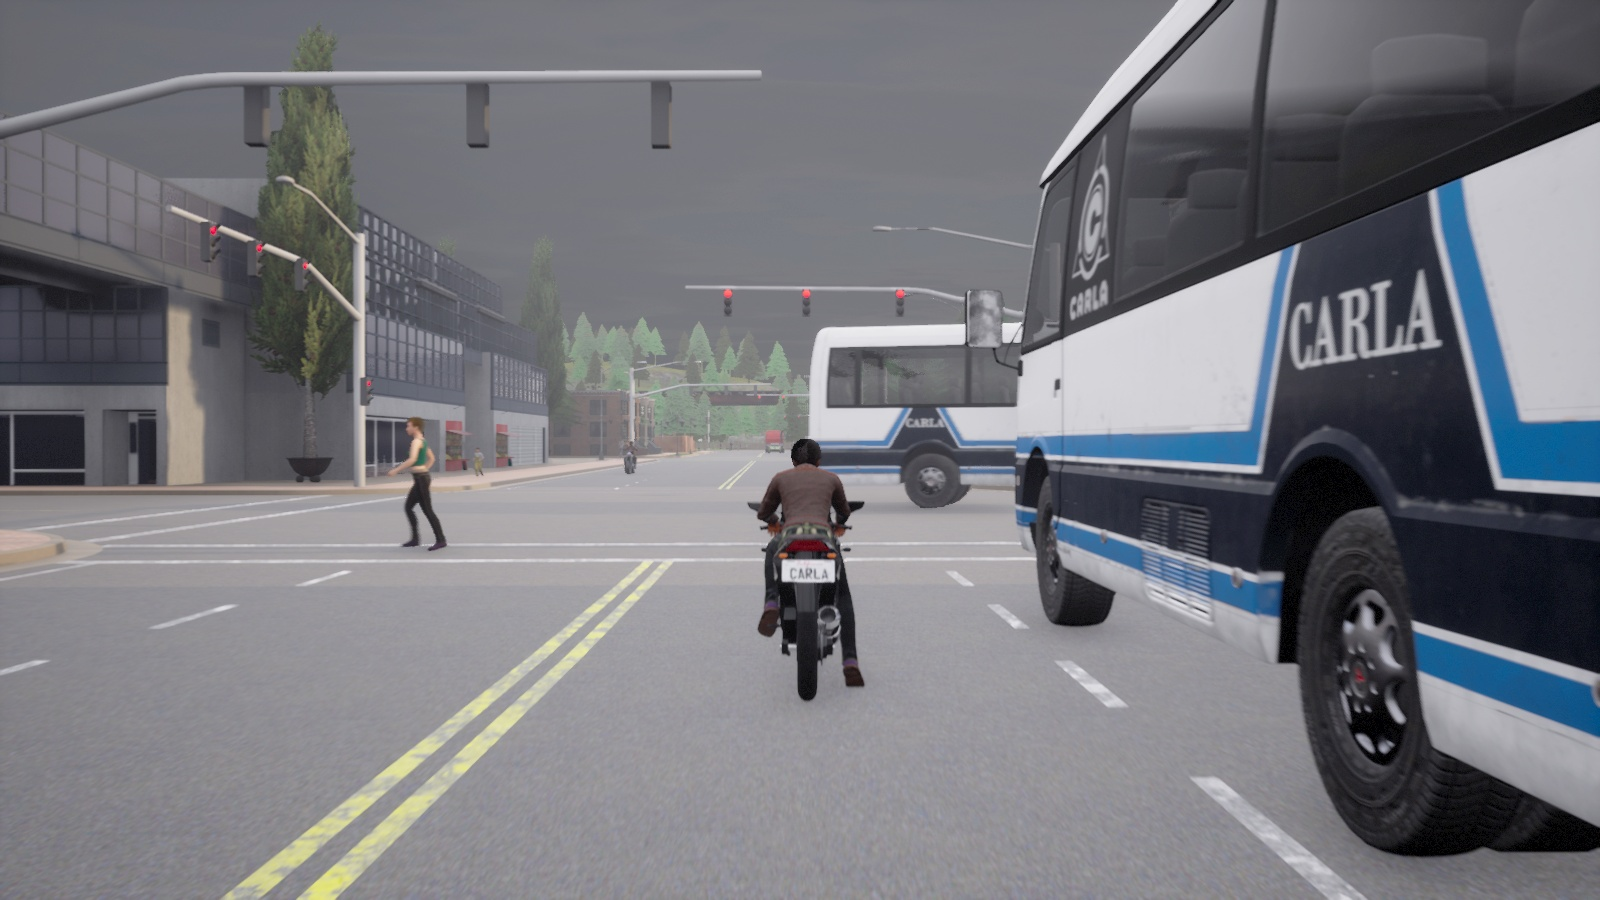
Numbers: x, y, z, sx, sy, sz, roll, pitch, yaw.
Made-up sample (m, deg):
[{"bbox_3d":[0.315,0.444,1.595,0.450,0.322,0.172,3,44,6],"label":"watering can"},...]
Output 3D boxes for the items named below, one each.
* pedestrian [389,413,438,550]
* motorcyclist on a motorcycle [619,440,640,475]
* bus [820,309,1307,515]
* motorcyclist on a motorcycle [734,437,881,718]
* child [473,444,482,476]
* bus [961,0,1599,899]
[{"bbox_3d":[-5.256,0.424,17.111,0.594,1.836,0.345,0,0,-9],"label":"pedestrian"},{"bbox_3d":[-8.168,0.349,60.276,0.766,1.649,2.350,0,0,-1],"label":"motorcyclist on a motorcycle"},{"bbox_3d":[5.908,-0.789,28.970,10.273,4.253,3.944,0,0,14],"label":"bus"},{"bbox_3d":[0.039,0.684,7.821,0.797,1.523,2.044,0,0,0],"label":"motorcyclist on a motorcycle"},{"bbox_3d":[-12.755,0.394,49.713,0.270,1.263,0.437,0,0,-1],"label":"child"},{"bbox_3d":[3.542,-0.668,7.148,3.944,4.253,10.273,0,0,0],"label":"bus"}]
